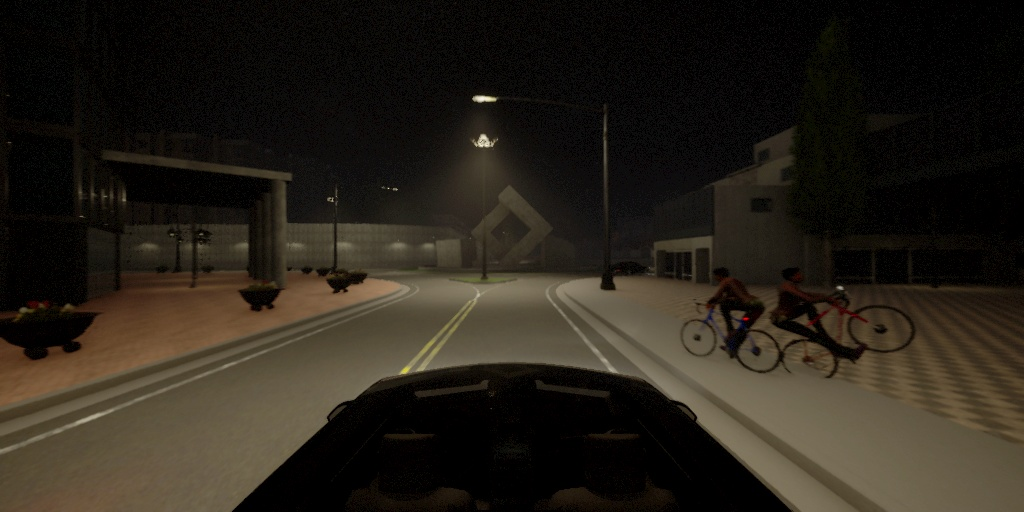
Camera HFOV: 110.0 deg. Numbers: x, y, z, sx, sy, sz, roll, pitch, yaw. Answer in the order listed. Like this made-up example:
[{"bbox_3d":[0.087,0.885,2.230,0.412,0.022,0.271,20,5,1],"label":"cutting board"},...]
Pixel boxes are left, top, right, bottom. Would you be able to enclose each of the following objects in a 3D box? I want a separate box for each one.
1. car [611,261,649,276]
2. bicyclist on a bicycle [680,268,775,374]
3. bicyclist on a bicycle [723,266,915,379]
[{"bbox_3d":[12.697,1.296,38.488,4.892,1.490,1.837,0,0,-35],"label":"car"},{"bbox_3d":[3.644,1.031,6.073,0.582,1.620,1.656,6,-2,-31],"label":"bicyclist on a bicycle"},{"bbox_3d":[4.549,0.932,5.343,1.656,1.620,0.582,-44,-19,30],"label":"bicyclist on a bicycle"}]
